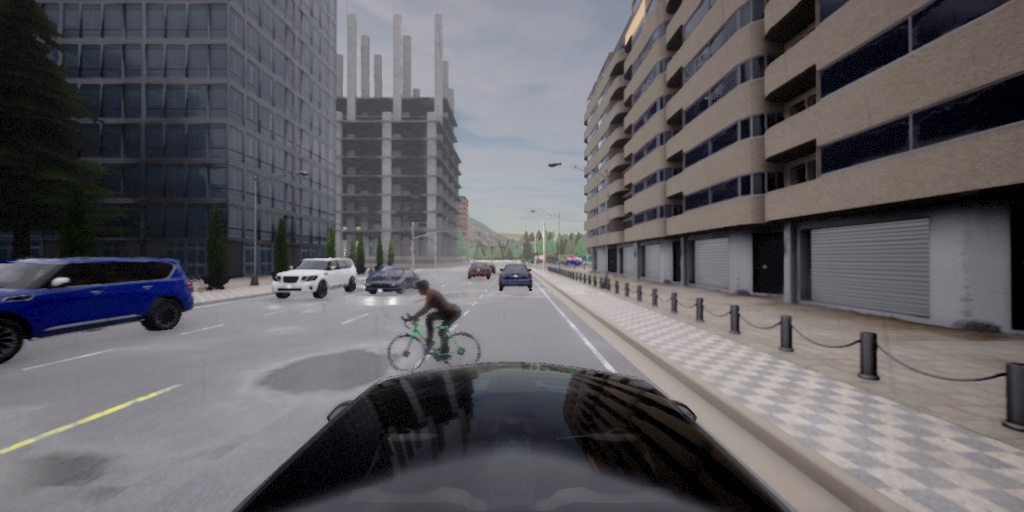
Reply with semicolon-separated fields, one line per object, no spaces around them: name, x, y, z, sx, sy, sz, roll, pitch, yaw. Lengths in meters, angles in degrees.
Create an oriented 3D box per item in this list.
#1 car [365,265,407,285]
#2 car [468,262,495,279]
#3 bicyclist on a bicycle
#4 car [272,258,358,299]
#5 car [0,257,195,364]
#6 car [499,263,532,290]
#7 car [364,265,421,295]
car;-10.365;1.499;29.904;1.812;1.442;4.674;0;0;1
car;-3.190;1.379;36.561;2.097;1.767;4.553;0;0;1
bicyclist on a bicycle;-1.388;1.239;6.309;1.656;1.620;0.582;-2;0;0
car;-10.484;1.113;19.646;2.150;2.045;5.566;0;0;0
car;-10.564;1.025;8.348;2.150;2.045;5.566;0;-1;1
car;0.249;1.282;24.367;2.097;1.767;4.553;0;0;0
car;-6.896;1.454;21.521;2.033;1.411;5.357;0;0;1
